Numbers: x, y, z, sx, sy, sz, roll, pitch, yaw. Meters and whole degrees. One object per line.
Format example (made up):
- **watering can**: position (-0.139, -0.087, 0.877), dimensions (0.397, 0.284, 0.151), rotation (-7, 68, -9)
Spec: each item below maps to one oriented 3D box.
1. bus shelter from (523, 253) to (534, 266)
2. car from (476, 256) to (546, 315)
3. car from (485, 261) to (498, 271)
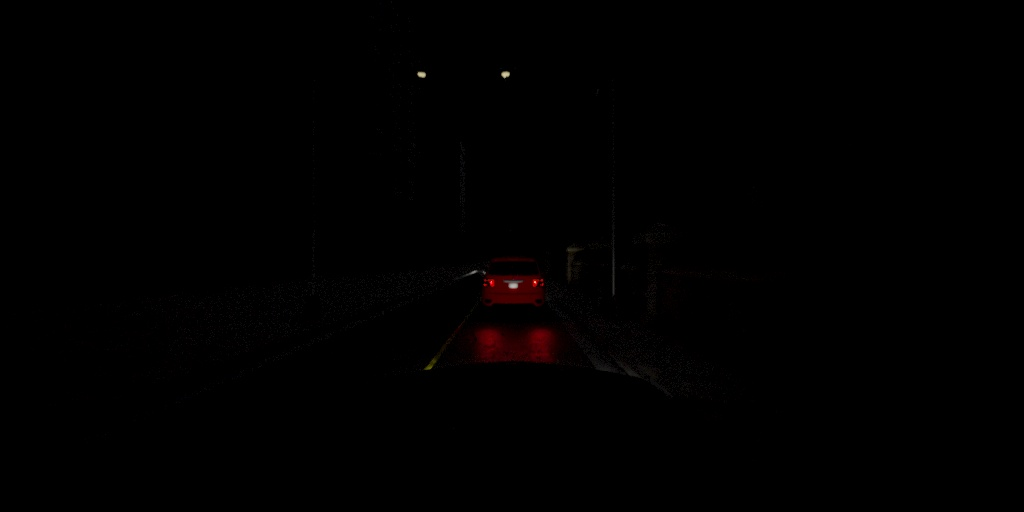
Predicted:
- **bus shelter**: position (3.137, 0.917, 63.286), dimensions (1.920, 2.740, 3.880), rotation (0, 0, 0)
- **car**: position (0.067, 1.028, 13.939), dimensions (2.150, 2.045, 5.566), rotation (0, 0, 0)
- **car**: position (-3.064, 1.517, 54.521), dimensions (1.812, 1.442, 4.674), rotation (0, -1, 0)
